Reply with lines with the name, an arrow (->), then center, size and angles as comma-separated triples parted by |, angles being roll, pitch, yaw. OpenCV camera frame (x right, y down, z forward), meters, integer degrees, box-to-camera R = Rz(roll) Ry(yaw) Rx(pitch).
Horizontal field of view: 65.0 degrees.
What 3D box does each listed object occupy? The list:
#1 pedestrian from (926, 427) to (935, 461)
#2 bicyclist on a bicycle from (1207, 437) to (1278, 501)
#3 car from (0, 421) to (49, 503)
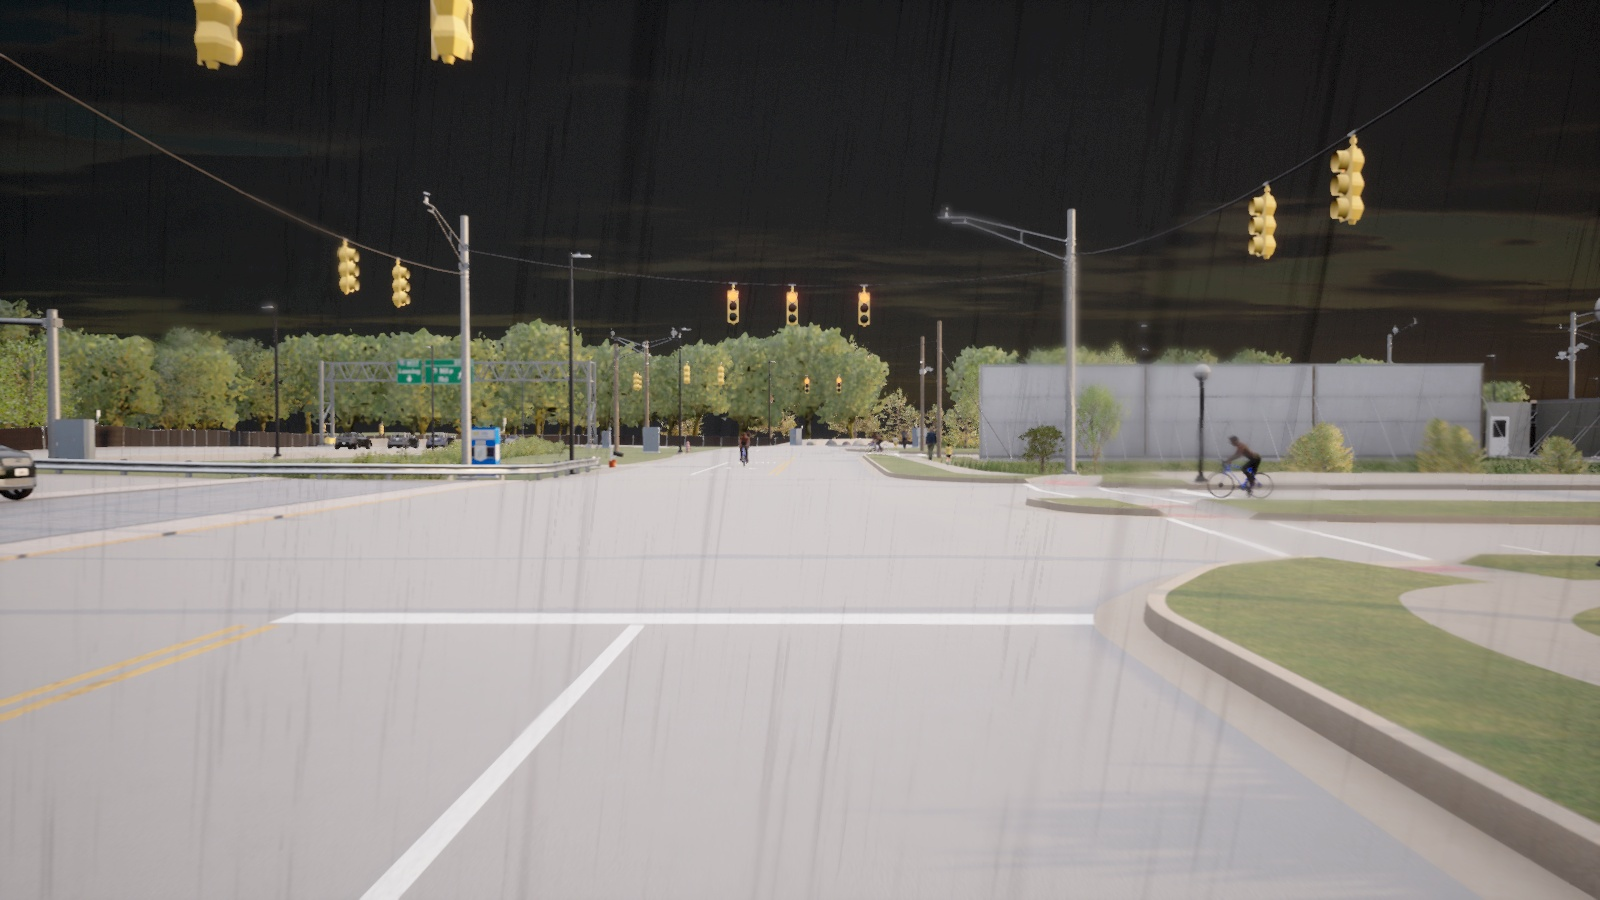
pedestrian -> 7.148, -0.339, 68.647 | 0.402, 1.842, 0.726 | 0, 2, 1
bicyclist on a bicycle -> 11.434, 0.477, 32.504 | 1.656, 1.620, 0.582 | 0, 1, 11
car -> -16.836, 0.220, 24.149 | 3.705, 1.549, 1.789 | 0, 1, 1
